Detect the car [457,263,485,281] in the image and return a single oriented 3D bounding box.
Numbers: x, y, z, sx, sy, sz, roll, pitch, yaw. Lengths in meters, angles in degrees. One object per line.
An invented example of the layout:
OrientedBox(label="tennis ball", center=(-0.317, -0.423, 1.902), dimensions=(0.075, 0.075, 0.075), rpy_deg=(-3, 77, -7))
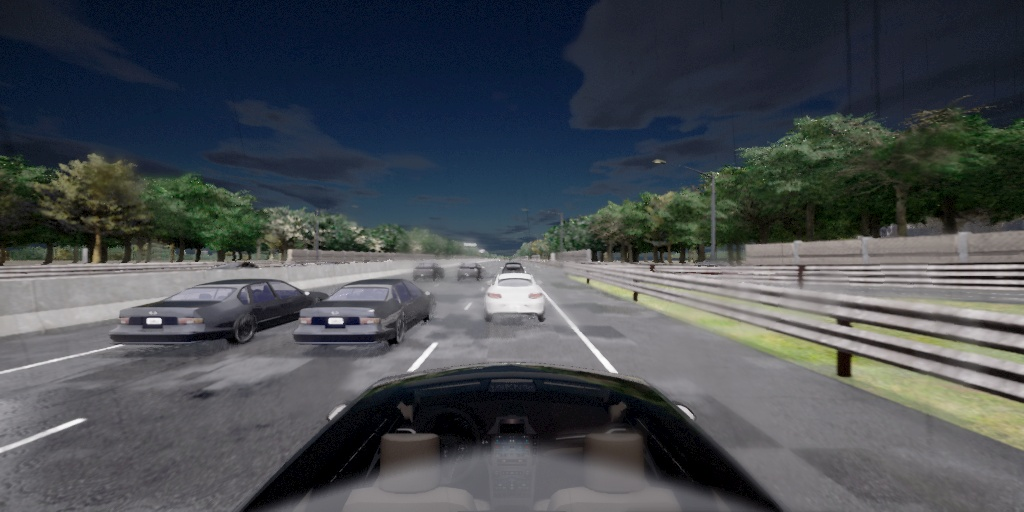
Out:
OrientedBox(label="car", center=(-3.397, 1.289, 30.103), dimensions=(2.128, 1.511, 4.902), rpy_deg=(0, 0, 0))

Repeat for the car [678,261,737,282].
OrientedBox(label="car", center=(15.906, 1.226, 29.470), dimensions=(2.097, 1.767, 4.553), rpy_deg=(0, -1, -22))

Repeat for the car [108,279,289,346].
OrientedBox(label="car", center=(-6.899, 1.303, 9.418), dimensions=(2.033, 1.411, 5.357), rpy_deg=(0, 0, 0))

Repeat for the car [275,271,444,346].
OrientedBox(label="car", center=(-3.399, 1.303, 9.423), dimensions=(2.033, 1.411, 5.357), rpy_deg=(0, 0, 0))

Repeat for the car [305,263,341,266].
OrientedBox(label="car", center=(-17.517, 1.376, 34.611), dimensions=(1.994, 1.385, 4.181), rpy_deg=(0, 0, 0))

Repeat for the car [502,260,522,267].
OrientedBox(label="car", center=(0.103, 1.302, 30.285), dimensions=(1.837, 1.490, 4.892), rpy_deg=(0, 0, 0))

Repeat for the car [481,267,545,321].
OrientedBox(label="car", center=(0.101, 1.284, 12.350), dimensions=(1.812, 1.442, 4.674), rpy_deg=(0, 0, 0))

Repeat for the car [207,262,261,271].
OrientedBox(label="car", center=(-24.543, 1.309, 31.806), dimensions=(1.837, 1.490, 4.892), rpy_deg=(0, 0, 0))

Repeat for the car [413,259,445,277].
OrientedBox(label="car", center=(-6.897, 1.288, 30.078), dimensions=(2.128, 1.511, 4.902), rpy_deg=(0, 0, 0))

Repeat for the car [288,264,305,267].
OrientedBox(label="car", center=(-21.011, 1.414, 34.808), dimensions=(1.895, 1.301, 4.718), rpy_deg=(0, 0, 0))
